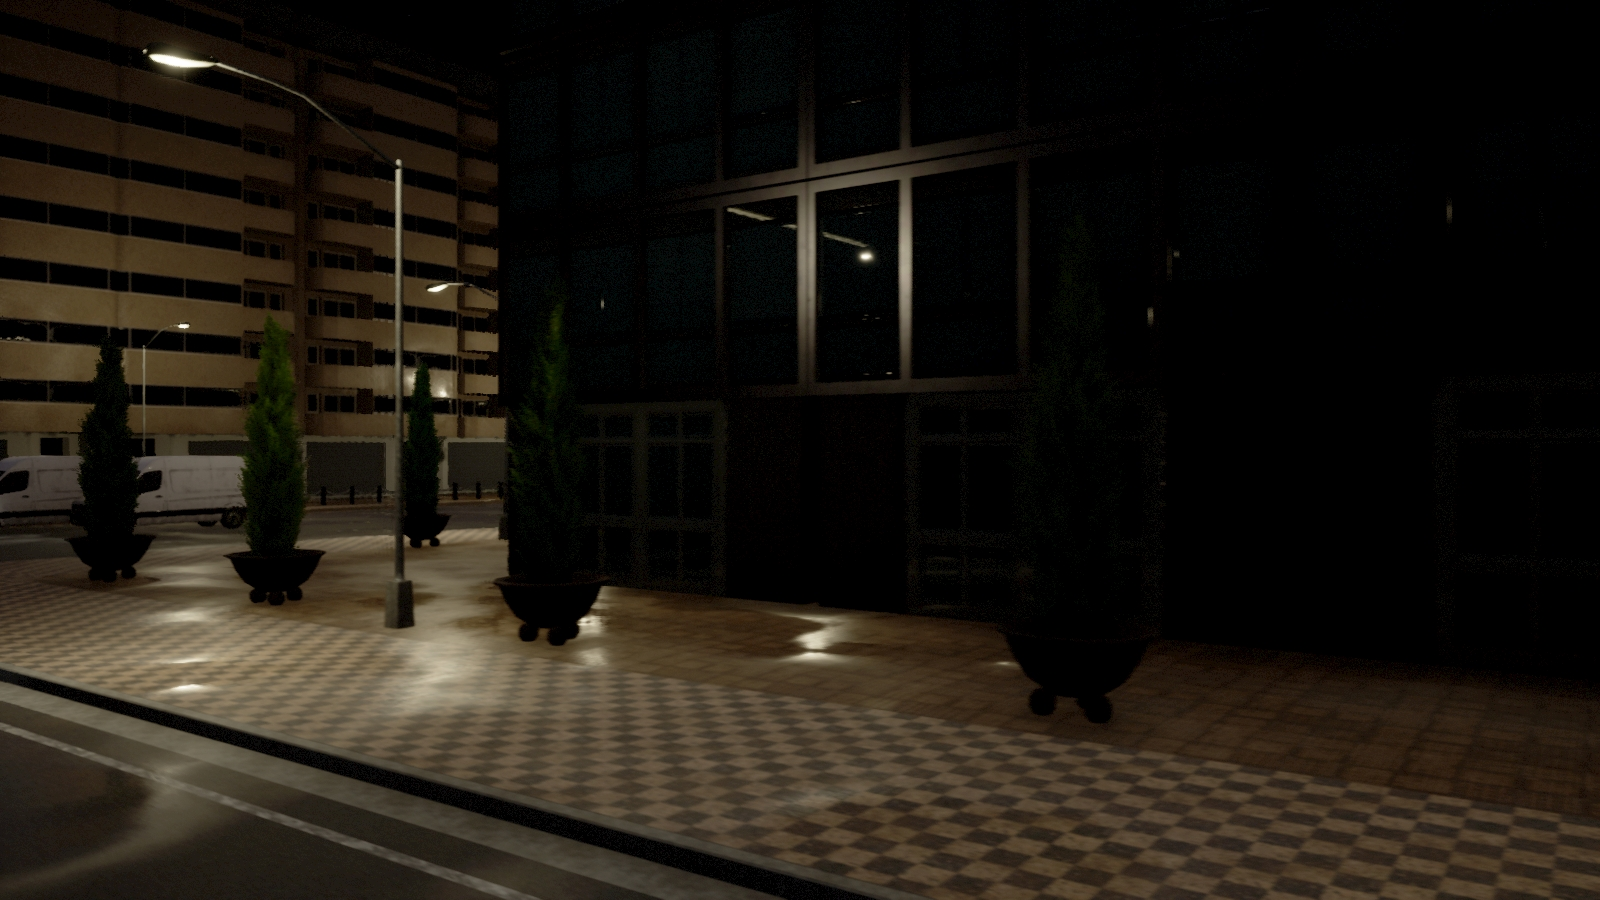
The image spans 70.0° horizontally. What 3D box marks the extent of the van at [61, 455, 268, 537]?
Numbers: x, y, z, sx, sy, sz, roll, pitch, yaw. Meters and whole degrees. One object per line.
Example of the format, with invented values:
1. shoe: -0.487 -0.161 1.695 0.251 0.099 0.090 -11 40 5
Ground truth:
1. van: -21.582 1.472 39.102 1.988 2.561 5.915 0 0 35

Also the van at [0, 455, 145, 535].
1. van: -25.923 1.471 38.982 1.988 2.561 5.915 0 0 35
